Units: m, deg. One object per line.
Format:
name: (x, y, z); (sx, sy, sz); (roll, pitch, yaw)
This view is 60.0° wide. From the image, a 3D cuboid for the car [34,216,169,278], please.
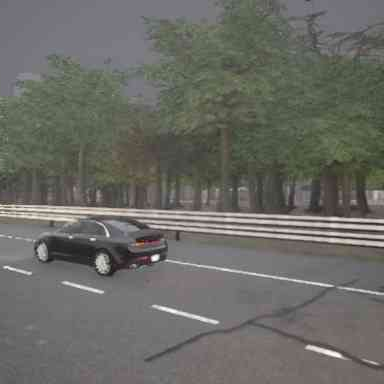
car: (-2.952, 1.517, 10.279); (4.892, 1.490, 1.837); (0, 0, 36)
